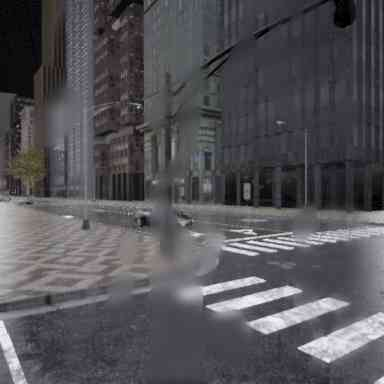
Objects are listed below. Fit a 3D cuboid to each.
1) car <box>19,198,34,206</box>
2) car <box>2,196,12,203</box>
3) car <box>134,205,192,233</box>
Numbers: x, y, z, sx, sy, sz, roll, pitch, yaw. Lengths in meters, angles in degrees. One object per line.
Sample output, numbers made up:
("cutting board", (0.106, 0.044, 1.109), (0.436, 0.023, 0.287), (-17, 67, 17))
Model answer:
("car", (-29.515, 1.748, 59.188), (1.994, 1.385, 4.181), (0, 0, -36))
("car", (-45.018, 1.775, 80.860), (2.128, 1.511, 4.902), (0, 0, -36))
("car", (-1.906, 1.604, 20.592), (2.128, 1.511, 4.902), (0, 1, -36))
